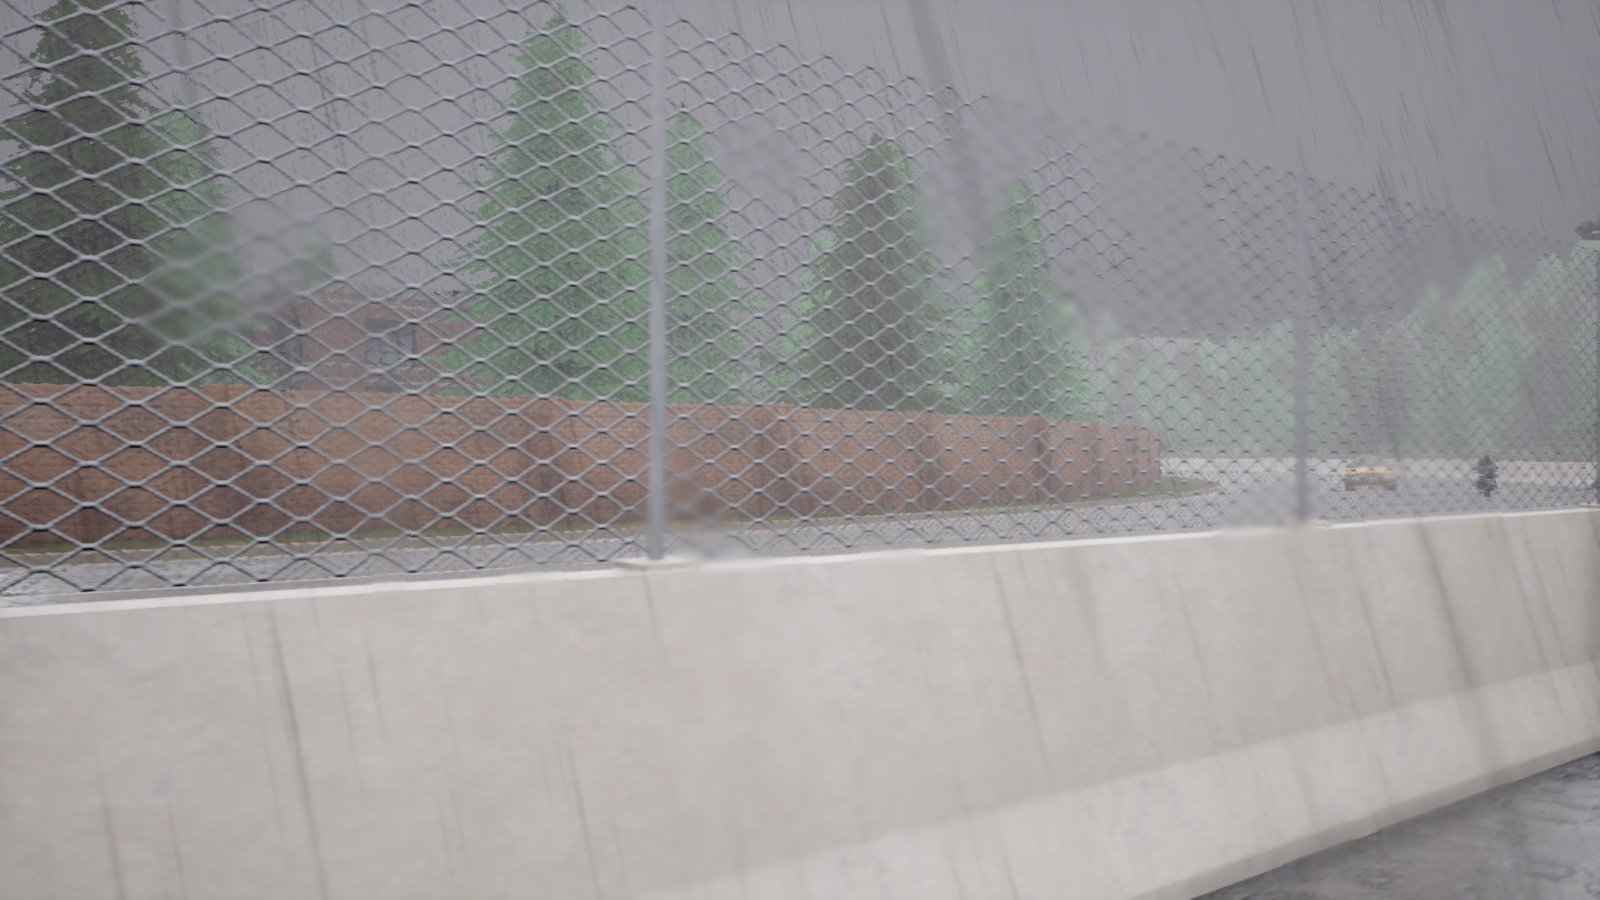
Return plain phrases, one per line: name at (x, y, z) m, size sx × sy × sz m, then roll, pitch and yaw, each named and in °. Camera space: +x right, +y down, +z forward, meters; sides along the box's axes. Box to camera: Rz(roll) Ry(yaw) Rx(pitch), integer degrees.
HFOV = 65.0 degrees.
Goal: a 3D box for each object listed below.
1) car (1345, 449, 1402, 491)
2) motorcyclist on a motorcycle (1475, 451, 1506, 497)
car at (23.227, 0.777, 50.988) m, size 1.801 × 1.575 × 5.366 m, roll 0°, pitch 0°, yaw 21°
motorcyclist on a motorcycle at (23.652, 0.796, 43.041) m, size 0.797 × 1.523 × 2.044 m, roll -2°, pitch -1°, yaw 26°
